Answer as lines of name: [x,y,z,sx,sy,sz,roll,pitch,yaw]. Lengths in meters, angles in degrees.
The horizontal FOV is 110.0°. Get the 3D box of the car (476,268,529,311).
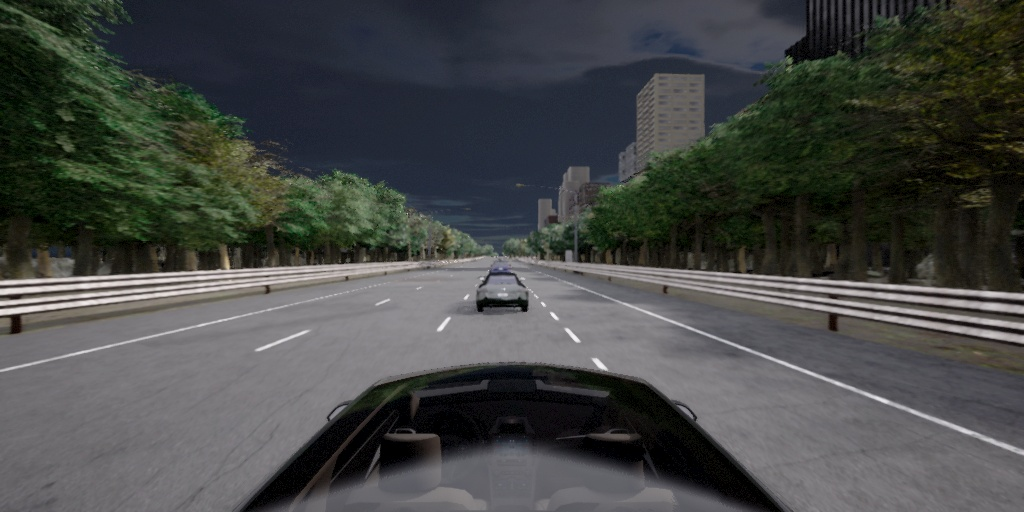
car: [-0.397,1.359,14.722,1.994,1.385,4.181,0,0,-2]

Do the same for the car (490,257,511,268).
car: [-1.154,1.243,36.652,2.097,1.767,4.553,0,0,-2]
